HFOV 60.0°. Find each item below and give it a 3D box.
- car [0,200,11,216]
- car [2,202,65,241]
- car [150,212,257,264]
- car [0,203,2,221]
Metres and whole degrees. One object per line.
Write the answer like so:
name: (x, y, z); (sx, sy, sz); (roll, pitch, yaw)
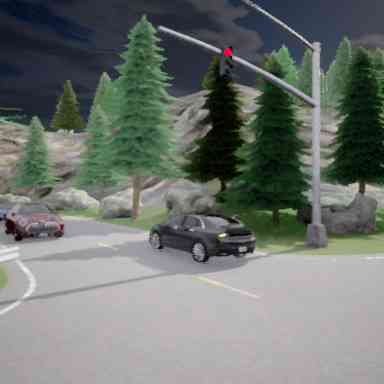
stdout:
car: (-20.161, 1.563, 33.271); (5.357, 1.411, 2.033); (0, 0, 44)
car: (-8.033, 1.357, 16.892); (2.097, 1.767, 4.553); (0, 0, -36)
car: (0.186, 1.487, 12.049); (1.837, 1.490, 4.892); (1, -1, -34)
car: (-13.906, 1.574, 24.988); (1.994, 1.385, 4.181); (0, 0, -35)
